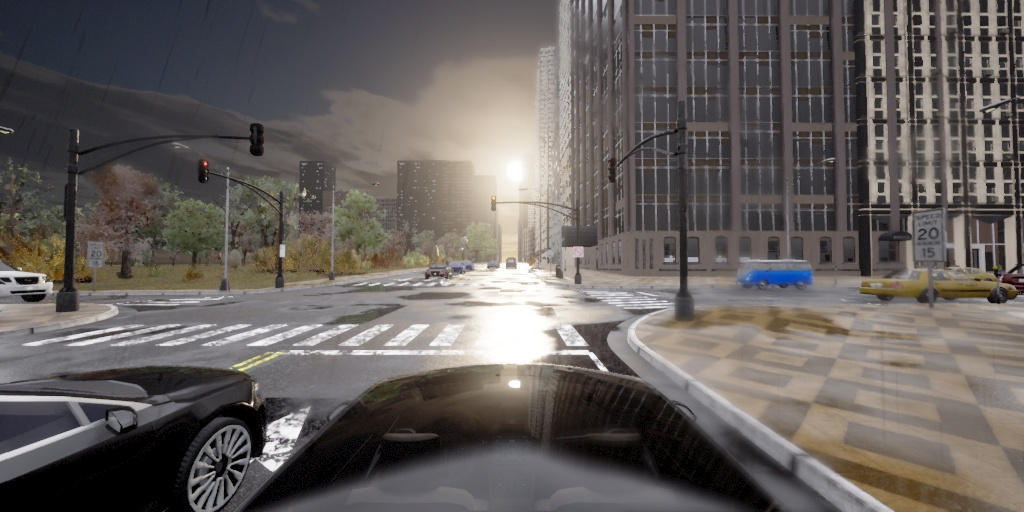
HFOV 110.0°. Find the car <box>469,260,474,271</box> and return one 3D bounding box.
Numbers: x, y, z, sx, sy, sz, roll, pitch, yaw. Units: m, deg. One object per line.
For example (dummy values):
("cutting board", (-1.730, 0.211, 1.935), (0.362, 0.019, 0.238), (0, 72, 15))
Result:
("car", (-6.755, 1.382, 53.616), (1.882, 1.535, 5.008), (0, 0, 0))

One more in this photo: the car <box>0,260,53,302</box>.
("car", (-23.579, 1.058, 15.446), (5.566, 2.045, 2.150), (0, -2, -1))

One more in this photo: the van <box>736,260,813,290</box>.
("van", (15.882, 1.124, 21.781), (3.998, 1.789, 1.690), (0, 0, -1))

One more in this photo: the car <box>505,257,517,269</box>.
("car", (-0.099, 1.443, 63.797), (1.882, 1.535, 5.008), (0, 0, 0))

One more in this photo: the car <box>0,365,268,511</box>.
("car", (-3.143, 1.241, 1.305), (2.128, 1.511, 4.902), (0, 0, 0))

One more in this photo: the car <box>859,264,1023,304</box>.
("car", (16.288, 1.076, 13.765), (4.829, 1.417, 1.751), (0, 0, -1))

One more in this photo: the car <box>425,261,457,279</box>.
("car", (-6.695, 1.381, 33.252), (1.994, 1.385, 4.181), (0, 0, 0))

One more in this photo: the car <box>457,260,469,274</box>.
("car", (-6.729, 1.332, 43.382), (1.882, 1.535, 5.008), (0, 0, 0))

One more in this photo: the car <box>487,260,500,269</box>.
("car", (-3.348, 1.509, 63.218), (2.033, 1.411, 5.357), (0, 0, 0))

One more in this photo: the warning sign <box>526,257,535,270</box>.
("warning sign", (2.694, 1.003, 50.679), (1.300, 1.860, 1.060), (0, 0, 0))
